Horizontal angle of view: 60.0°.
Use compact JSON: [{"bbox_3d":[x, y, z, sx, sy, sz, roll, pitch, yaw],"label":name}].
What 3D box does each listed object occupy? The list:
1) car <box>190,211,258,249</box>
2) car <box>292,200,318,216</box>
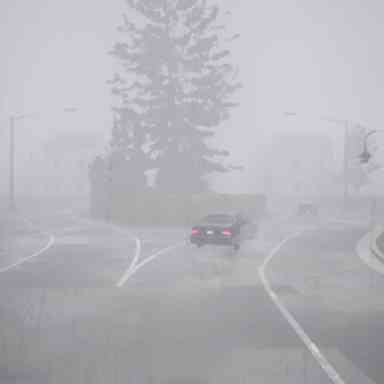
[{"bbox_3d":[1.592,1.565,14.808,2.033,1.411,5.357,0,0,21],"label":"car"},{"bbox_3d":[11.125,1.545,32.894,1.837,1.490,4.892,1,0,10],"label":"car"}]
